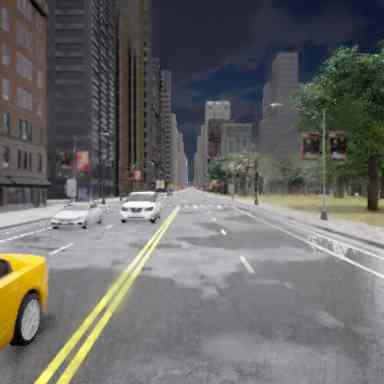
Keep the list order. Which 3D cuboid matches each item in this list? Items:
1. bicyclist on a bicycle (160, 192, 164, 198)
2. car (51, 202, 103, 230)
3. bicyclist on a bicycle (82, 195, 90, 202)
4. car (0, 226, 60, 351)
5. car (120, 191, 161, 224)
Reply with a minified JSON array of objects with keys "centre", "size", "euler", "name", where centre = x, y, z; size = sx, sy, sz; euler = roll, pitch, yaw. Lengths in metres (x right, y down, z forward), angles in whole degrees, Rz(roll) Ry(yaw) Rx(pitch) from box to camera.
[{"centre":[-7.815,0.874,82.278],"size":[0.866,1.612,1.509],"euler":[-2,0,9],"name":"bicyclist on a bicycle"},{"centre":[-6.592,1.325,19.607],"size":[1.812,1.442,4.674],"euler":[0,0,0],"name":"car"},{"centre":[-8.724,1.093,27.227],"size":[0.659,1.776,1.843],"euler":[0,0,0],"name":"bicyclist on a bicycle"},{"centre":[-3.281,1.441,3.408],"size":[1.882,1.535,5.008],"euler":[0,1,0],"name":"car"},{"centre":[-3.338,0.990,22.606],"size":[2.150,2.045,5.566],"euler":[0,1,0],"name":"car"}]
